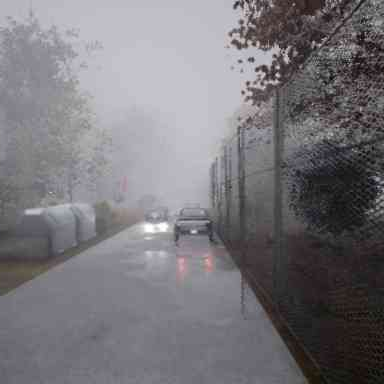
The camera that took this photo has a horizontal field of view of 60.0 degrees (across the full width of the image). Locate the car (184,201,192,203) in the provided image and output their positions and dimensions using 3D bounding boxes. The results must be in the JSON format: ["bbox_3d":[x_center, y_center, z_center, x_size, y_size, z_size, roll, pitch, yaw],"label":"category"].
[{"bbox_3d":[0.072,1.862,36.497,2.033,1.411,5.357,0,-1,0],"label":"car"}]

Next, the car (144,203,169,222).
[{"bbox_3d":[-2.884,1.678,28.340,2.128,1.511,4.902,0,-1,0],"label":"car"}]

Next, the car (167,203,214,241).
[{"bbox_3d":[0.079,1.556,17.115,2.128,1.511,4.902,0,0,0],"label":"car"}]

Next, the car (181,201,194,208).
[{"bbox_3d":[-0.821,2.600,69.638,2.128,1.511,4.902,0,-2,7],"label":"car"}]
